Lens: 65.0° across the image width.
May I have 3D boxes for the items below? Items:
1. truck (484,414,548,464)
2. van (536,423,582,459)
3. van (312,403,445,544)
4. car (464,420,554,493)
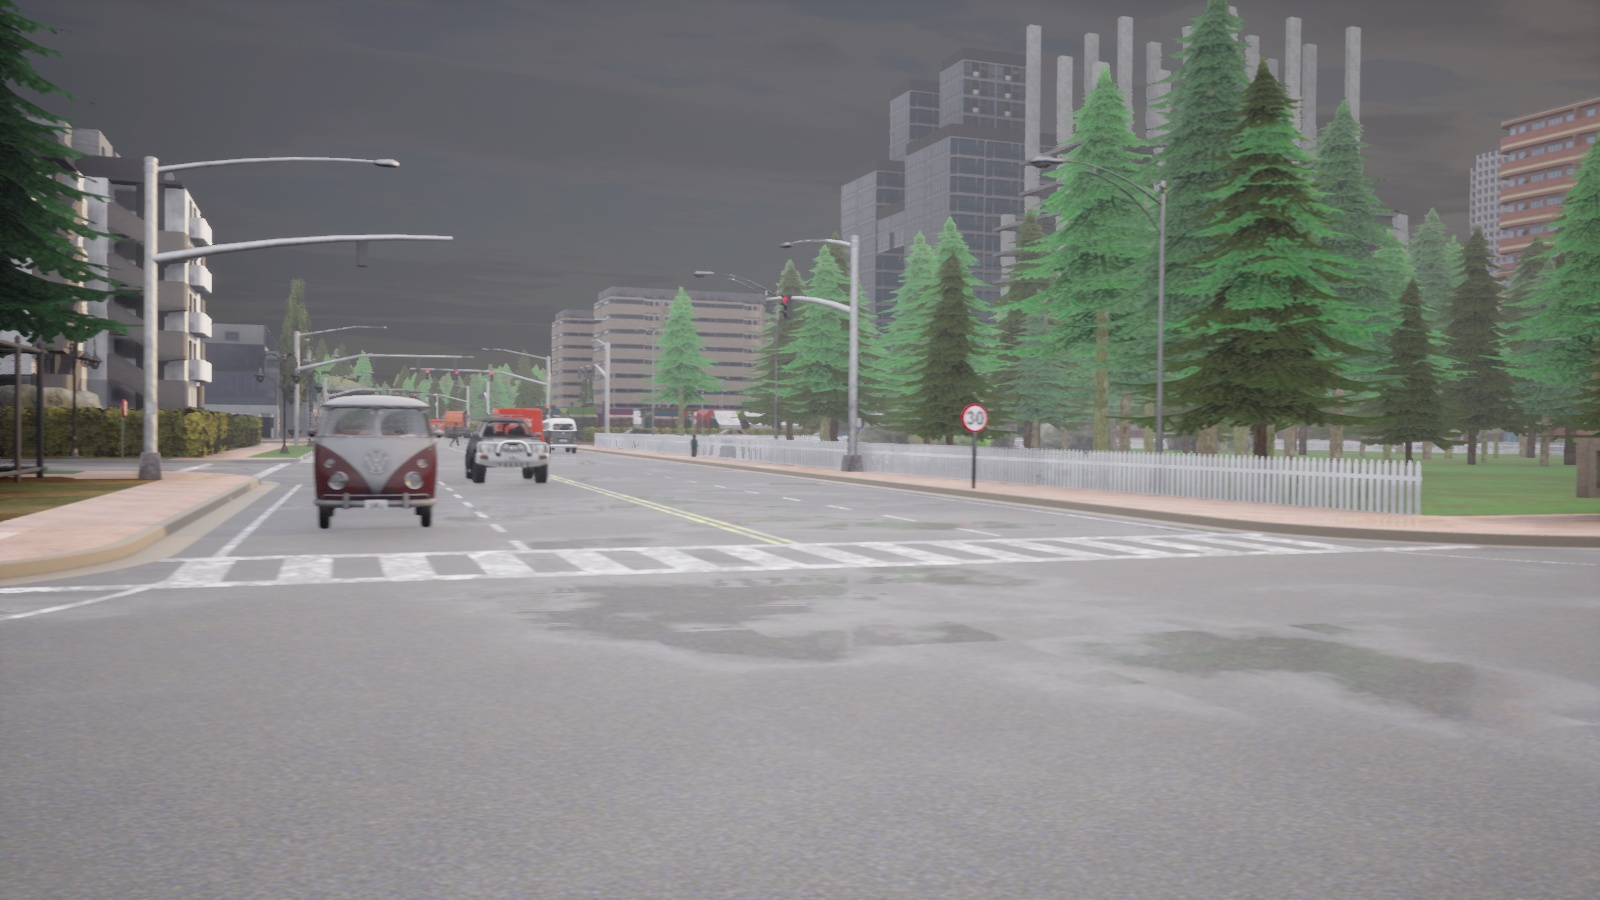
[{"bbox_3d":[-14.605,-0.581,64.343,2.627,2.467,5.204,-1,1,-19],"label":"truck"},{"bbox_3d":[-14.236,-0.534,74.015,2.069,2.038,4.480,-1,1,-19],"label":"van"},{"bbox_3d":[-6.735,0.297,20.066,1.775,1.987,4.442,-1,1,-19],"label":"van"},{"bbox_3d":[-8.162,0.133,34.941,1.932,1.855,4.605,-1,1,-19],"label":"car"}]
